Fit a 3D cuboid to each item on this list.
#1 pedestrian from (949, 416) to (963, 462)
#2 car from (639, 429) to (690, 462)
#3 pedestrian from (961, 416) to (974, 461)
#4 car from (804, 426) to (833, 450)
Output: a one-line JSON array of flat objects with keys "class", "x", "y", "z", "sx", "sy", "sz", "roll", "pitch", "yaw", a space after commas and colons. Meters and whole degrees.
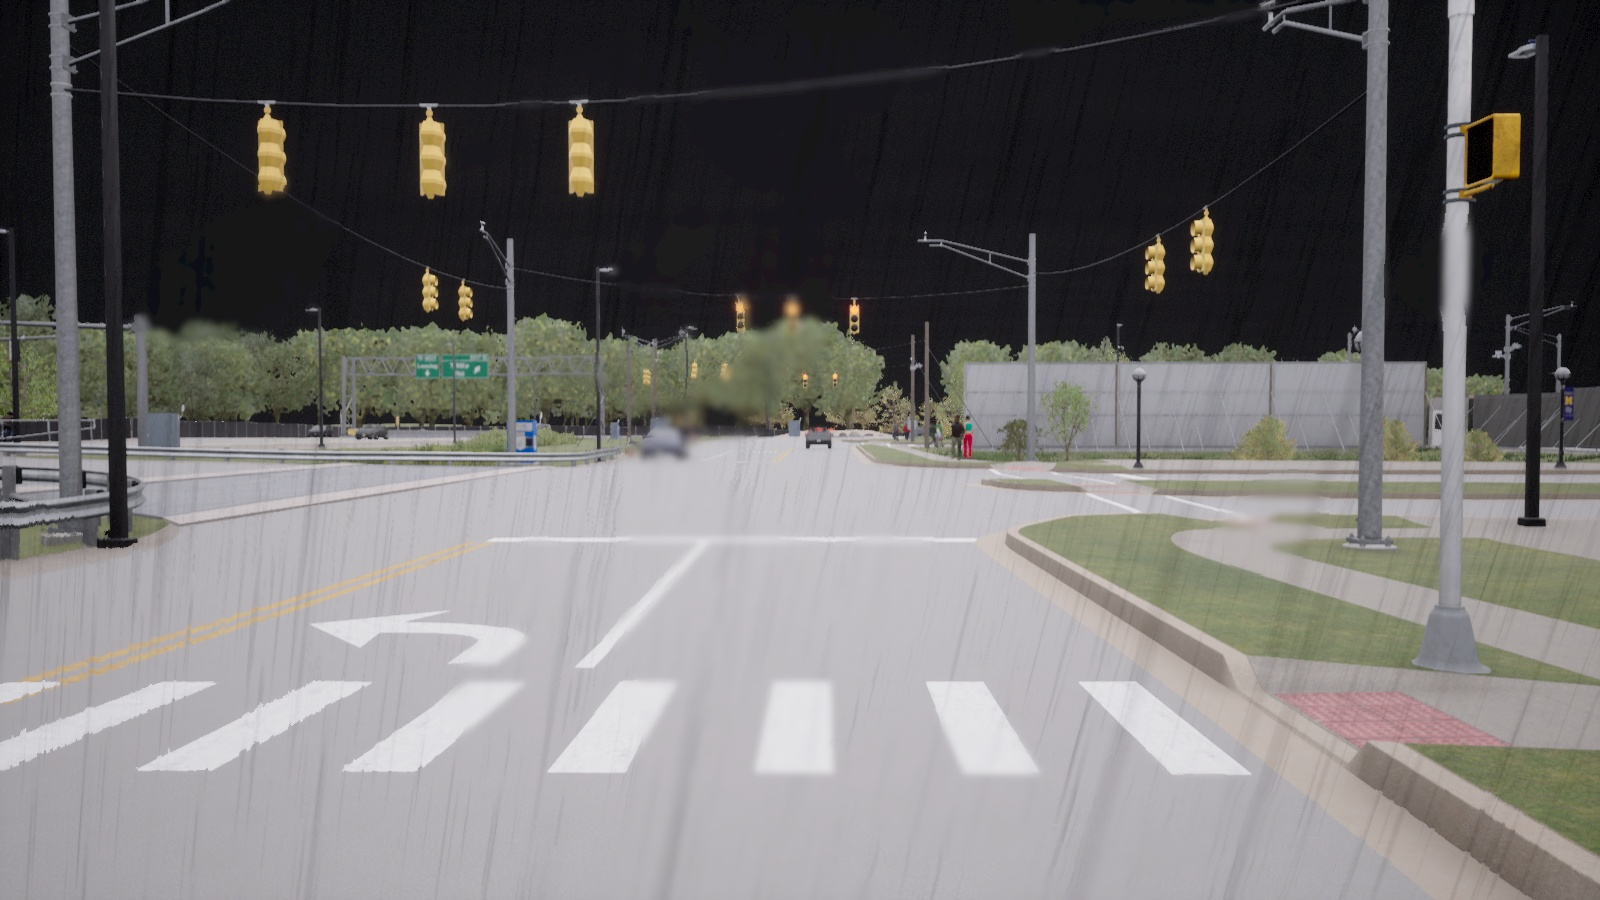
[{"class": "pedestrian", "x": 6.340, "y": -0.461, "z": 50.907, "sx": 0.431, "sy": 1.840, "sz": 0.703, "roll": 1, "pitch": 2, "yaw": 18}, {"class": "car", "x": -6.282, "y": -0.255, "z": 58.658, "sx": 1.812, "sy": 1.442, "sz": 4.674, "roll": 0, "pitch": 1, "yaw": 1}, {"class": "pedestrian", "x": 6.917, "y": -0.489, "z": 51.799, "sx": 0.345, "sy": 1.836, "sz": 0.594, "roll": 0, "pitch": 2, "yaw": -10}, {"class": "car", "x": 1.250, "y": -0.795, "z": 82.040, "sx": 1.845, "sy": 1.501, "sz": 3.633, "roll": 0, "pitch": 1, "yaw": 2}]
